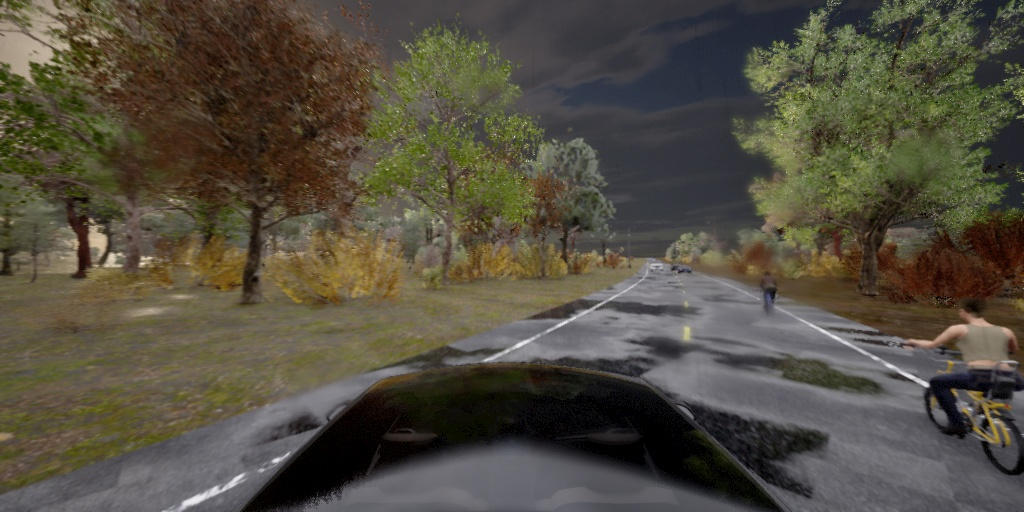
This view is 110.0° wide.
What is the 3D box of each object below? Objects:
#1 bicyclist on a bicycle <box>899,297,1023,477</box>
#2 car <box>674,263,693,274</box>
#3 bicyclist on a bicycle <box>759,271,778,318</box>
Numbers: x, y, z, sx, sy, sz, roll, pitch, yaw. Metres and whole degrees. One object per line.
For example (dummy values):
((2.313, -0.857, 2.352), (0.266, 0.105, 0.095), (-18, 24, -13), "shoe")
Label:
((4.824, 1.238, 3.805), (0.866, 1.612, 1.509), (0, -1, 26), "bicyclist on a bicycle")
((26.014, 2.052, 54.182), (1.895, 1.301, 4.718), (0, -1, 21), "car")
((9.280, 1.388, 12.961), (0.582, 1.620, 1.656), (0, -1, 26), "bicyclist on a bicycle")
